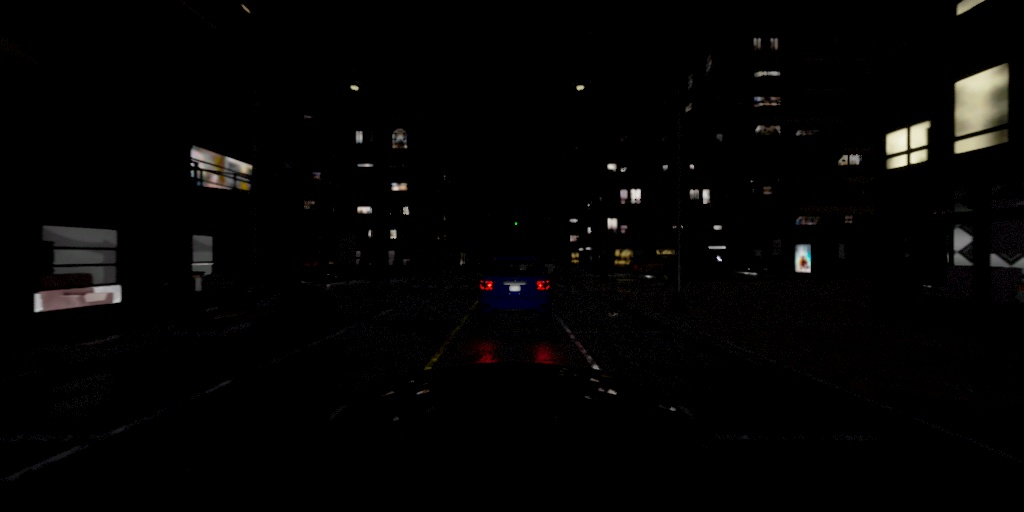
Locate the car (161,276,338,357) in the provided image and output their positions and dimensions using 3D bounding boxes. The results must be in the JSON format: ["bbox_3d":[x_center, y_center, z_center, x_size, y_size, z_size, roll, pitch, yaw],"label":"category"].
[{"bbox_3d":[-5.741,1.333,8.502,1.802,1.307,4.207,0,0,0],"label":"car"}]

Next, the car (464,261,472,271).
[{"bbox_3d":[-5.695,1.340,50.525,1.948,1.339,4.313,0,0,0],"label":"car"}]

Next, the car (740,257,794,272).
[{"bbox_3d":[25.333,0.806,34.366,5.357,1.411,2.033,-1,0,0],"label":"car"}]

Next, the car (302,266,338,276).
[{"bbox_3d":[-17.429,1.583,30.796,4.674,1.442,1.812,-1,0,1],"label":"car"}]

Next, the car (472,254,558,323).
[{"bbox_3d":[0.094,0.973,12.364,2.150,2.045,5.566,0,0,0],"label":"car"}]

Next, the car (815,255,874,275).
[{"bbox_3d":[25.801,0.826,28.581,4.313,1.339,1.948,0,0,0],"label":"car"}]

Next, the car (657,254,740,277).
[{"bbox_3d":[14.707,0.783,28.484,5.009,1.841,2.192,0,0,0],"label":"car"}]

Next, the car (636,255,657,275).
[{"bbox_3d":[14.953,0.931,34.276,5.008,1.535,1.882,-1,0,-1],"label":"car"}]

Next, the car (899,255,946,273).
[{"bbox_3d":[31.348,0.722,28.631,4.313,1.339,1.948,0,0,0],"label":"car"}]

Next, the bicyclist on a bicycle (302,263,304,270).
[{"bbox_3d":[-23.170,1.447,39.464,0.582,1.620,1.656,-1,0,0],"label":"bicyclist on a bicycle"}]

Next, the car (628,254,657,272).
[{"bbox_3d":[14.572,0.770,36.863,5.009,1.841,2.192,0,0,0],"label":"car"}]
